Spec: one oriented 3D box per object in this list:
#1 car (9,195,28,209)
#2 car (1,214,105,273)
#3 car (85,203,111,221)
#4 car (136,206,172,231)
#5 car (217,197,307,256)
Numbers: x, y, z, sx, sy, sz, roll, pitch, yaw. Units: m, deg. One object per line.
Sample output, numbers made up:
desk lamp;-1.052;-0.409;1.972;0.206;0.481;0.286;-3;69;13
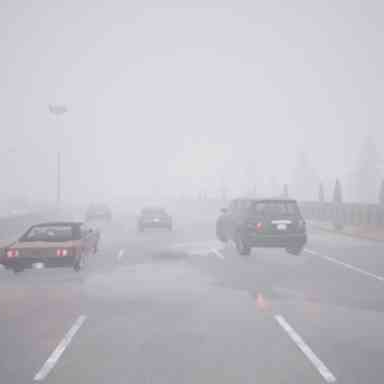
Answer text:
car;-25.948;1.461;49.698;2.150;2.045;5.566;0;0;-33
car;-4.229;1.619;10.824;1.895;1.301;4.718;0;0;-7
car;-7.865;1.620;27.796;1.994;1.385;4.181;0;0;-16
car;-2.465;1.577;20.956;1.994;1.385;4.181;0;0;-12
car;2.510;1.206;13.256;2.150;2.045;5.566;0;0;-7
